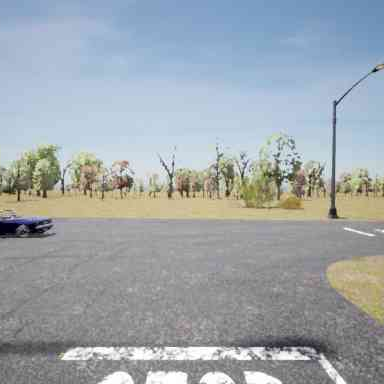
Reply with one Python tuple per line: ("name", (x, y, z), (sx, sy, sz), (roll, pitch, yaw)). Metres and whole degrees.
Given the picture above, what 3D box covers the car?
("car", (-9.553, 1.552, 16.674), (4.718, 1.301, 1.895), (1, 1, 0))
